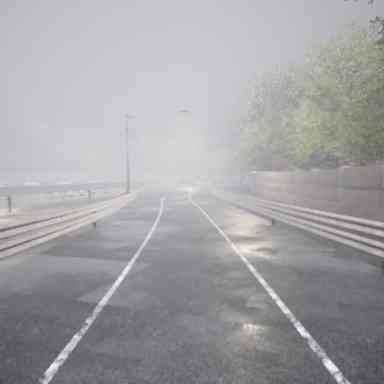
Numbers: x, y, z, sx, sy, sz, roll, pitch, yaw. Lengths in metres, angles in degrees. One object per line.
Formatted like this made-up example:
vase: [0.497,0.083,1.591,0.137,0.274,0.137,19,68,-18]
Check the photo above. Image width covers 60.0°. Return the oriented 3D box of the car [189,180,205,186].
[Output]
car: [1.635,-2.134,82.421,1.812,1.442,4.674,1,3,22]

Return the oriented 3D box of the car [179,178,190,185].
car: [-1.177,-2.805,94.137,1.882,1.535,5.008,1,3,22]

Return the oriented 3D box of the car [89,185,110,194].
car: [-14.241,-0.345,52.171,1.994,1.385,4.181,1,3,22]
